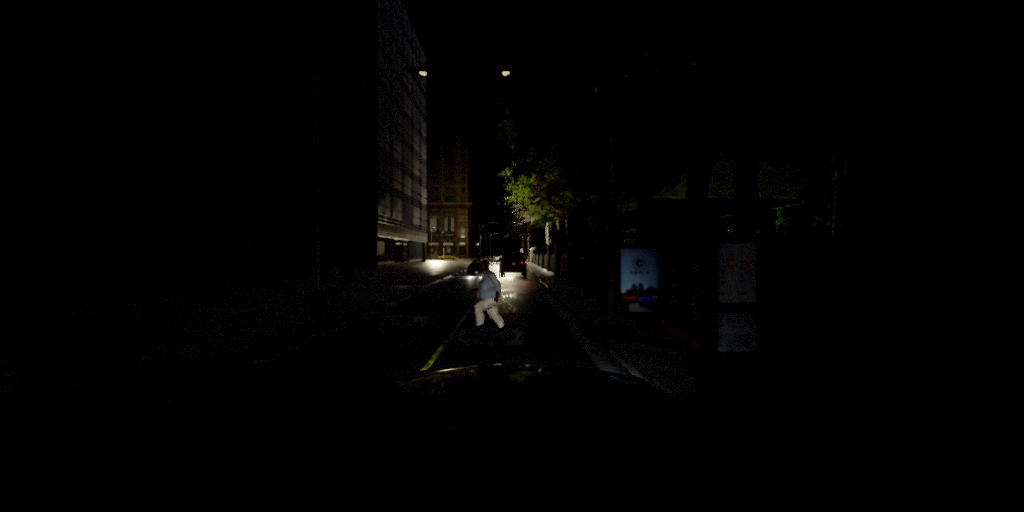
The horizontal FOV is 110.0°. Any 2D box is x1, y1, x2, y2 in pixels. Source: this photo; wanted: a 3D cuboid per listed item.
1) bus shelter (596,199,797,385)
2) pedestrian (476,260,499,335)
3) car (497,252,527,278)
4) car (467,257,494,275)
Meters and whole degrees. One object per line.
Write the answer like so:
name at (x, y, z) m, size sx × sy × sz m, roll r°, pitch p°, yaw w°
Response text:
bus shelter at (3.137, 0.579, 7.138) m, size 1.920 × 2.740 × 3.880 m, roll 0°, pitch 0°, yaw 0°
pedestrian at (-0.602, 0.985, 8.693) m, size 0.375 × 1.860 × 0.375 m, roll 0°, pitch 1°, yaw -15°
car at (0.107, 0.720, 30.325) m, size 2.150 × 2.045 × 5.566 m, roll 0°, pitch -1°, yaw 0°
car at (-3.089, 1.023, 33.875) m, size 2.033 × 1.411 × 5.357 m, roll 0°, pitch 1°, yaw 0°
